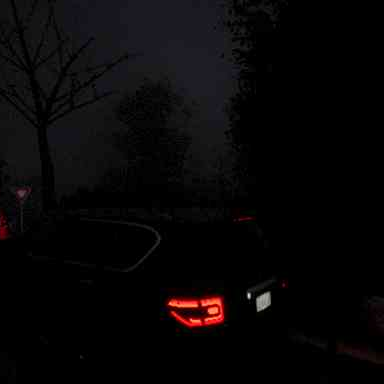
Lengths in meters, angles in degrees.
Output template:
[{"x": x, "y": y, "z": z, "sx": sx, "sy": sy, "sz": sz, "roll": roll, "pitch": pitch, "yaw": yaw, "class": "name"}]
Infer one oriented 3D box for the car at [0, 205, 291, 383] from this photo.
[{"x": -1.333, "y": 1.222, "z": 5.122, "sx": 5.566, "sy": 2.045, "sz": 2.150, "roll": 0, "pitch": 0, "yaw": 40, "class": "car"}]
